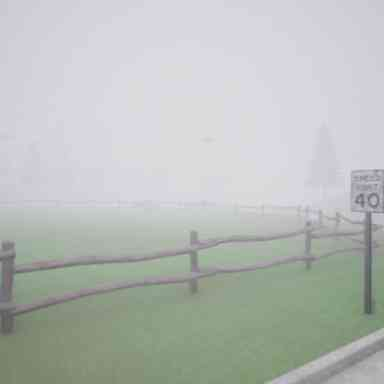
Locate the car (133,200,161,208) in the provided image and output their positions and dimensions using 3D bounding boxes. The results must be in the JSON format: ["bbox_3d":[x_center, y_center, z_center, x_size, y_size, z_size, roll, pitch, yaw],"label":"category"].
[{"bbox_3d":[-6.756,1.837,50.059,4.181,1.385,1.994,1,0,13],"label":"car"}]

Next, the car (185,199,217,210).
[{"bbox_3d":[1.344,1.829,50.365,5.008,1.535,1.882,1,0,28],"label":"car"}]
